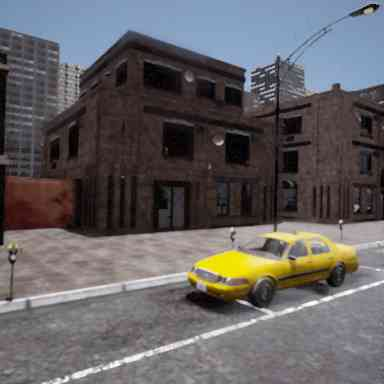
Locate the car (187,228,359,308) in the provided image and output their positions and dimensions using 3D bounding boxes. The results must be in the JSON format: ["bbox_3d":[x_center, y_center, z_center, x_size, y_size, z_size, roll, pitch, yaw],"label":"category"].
[{"bbox_3d":[2.154,1.585,8.041,4.829,1.417,1.752,1,1,-35],"label":"car"}]
